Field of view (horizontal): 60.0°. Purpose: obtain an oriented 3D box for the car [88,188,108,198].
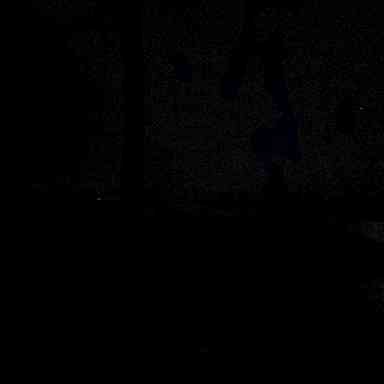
[{"bbox_3d":[-14.870,0.065,52.612,1.882,1.535,5.008,-2,3,-36],"label":"car"}]
